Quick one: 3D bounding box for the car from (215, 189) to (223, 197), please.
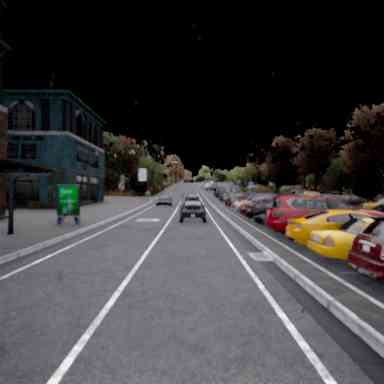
[{"bbox_3d":[6.544,0.679,52.369,4.892,1.521,2.231,0,2,0],"label":"car"}]

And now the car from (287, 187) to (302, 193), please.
[{"bbox_3d":[19.689,0.444,57.939,4.792,1.488,2.163,0,3,0],"label":"car"}]

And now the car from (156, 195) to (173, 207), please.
[{"bbox_3d":[-3.404,1.068,41.657,2.033,1.411,5.357,0,1,0],"label":"car"}]

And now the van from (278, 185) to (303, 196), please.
[{"bbox_3d":[19.578,-0.255,66.285,4.442,1.987,1.878,-1,3,0],"label":"van"}]

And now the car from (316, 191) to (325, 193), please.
[{"bbox_3d":[19.580,0.978,44.125,5.008,1.535,2.097,0,2,0],"label":"car"}]

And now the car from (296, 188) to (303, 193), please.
[{"bbox_3d":[19.815,0.670,52.355,5.366,1.575,1.946,0,3,0],"label":"car"}]

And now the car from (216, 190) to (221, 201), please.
[{"bbox_3d":[6.506,0.822,49.594,4.792,1.488,2.163,0,2,0],"label":"car"}]

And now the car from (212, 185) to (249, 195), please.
[{"bbox_3d":[6.593,0.302,55.144,5.566,2.045,2.435,0,3,0],"label":"car"}]

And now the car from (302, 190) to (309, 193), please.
[{"bbox_3d":[19.586,0.812,49.704,4.792,1.488,2.163,0,2,0],"label":"car"}]

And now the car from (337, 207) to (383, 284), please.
[{"bbox_3d":[6.279,1.359,7.929,4.553,1.767,2.185,0,0,0],"label":"car"}]

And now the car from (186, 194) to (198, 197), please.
[{"bbox_3d":[0.008,1.022,41.324,2.128,1.511,4.902,0,2,0],"label":"car"}]

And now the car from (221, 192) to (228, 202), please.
[{"bbox_3d":[6.461,1.099,41.228,4.792,1.488,2.163,0,2,0],"label":"car"}]

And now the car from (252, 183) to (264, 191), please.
[{"bbox_3d":[19.559,-0.915,93.384,5.008,1.535,2.097,0,4,0],"label":"car"}]

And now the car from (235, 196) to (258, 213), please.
[{"bbox_3d":[6.409,1.360,27.298,5.008,1.535,2.097,0,1,0],"label":"car"}]

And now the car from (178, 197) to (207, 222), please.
[{"bbox_3d":[0.063,1.348,25.093,1.837,1.490,4.892,0,0,0],"label":"car"}]

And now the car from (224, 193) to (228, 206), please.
[{"bbox_3d":[6.504,1.175,38.442,4.792,1.488,2.163,0,1,0],"label":"car"}]

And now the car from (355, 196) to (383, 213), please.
[{"bbox_3d":[19.340,1.261,32.977,5.366,1.575,1.946,0,1,0],"label":"car"}]

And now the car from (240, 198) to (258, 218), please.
[{"bbox_3d":[6.395,1.394,24.509,5.008,1.535,2.097,0,1,0],"label":"car"}]

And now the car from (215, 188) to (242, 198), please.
[{"bbox_3d":[6.626,0.151,60.715,4.553,1.767,2.185,0,3,0],"label":"car"}]

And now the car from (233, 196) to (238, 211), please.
[{"bbox_3d":[6.433,1.359,30.088,4.674,1.452,2.002,0,1,0],"label":"car"}]

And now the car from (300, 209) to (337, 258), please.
[{"bbox_3d":[6.511,1.470,10.586,5.366,1.575,1.946,0,0,0],"label":"car"}]

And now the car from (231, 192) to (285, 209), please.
[{"bbox_3d":[6.476,1.144,32.872,4.553,1.767,2.185,0,1,0],"label":"car"}]

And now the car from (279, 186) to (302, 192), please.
[{"bbox_3d":[19.693,0.154,63.629,4.674,1.452,2.002,0,3,0],"label":"car"}]

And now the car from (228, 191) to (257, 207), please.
[{"bbox_3d":[6.491,1.087,35.651,4.553,1.767,2.185,0,1,0],"label":"car"}]

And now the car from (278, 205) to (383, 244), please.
[{"bbox_3d":[6.335,1.460,13.371,5.008,1.535,2.097,0,0,0],"label":"car"}]

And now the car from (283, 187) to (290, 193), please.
[{"bbox_3d":[19.678,0.304,60.848,4.674,1.452,2.002,0,3,0],"label":"car"}]

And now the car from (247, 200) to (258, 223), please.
[{"bbox_3d":[6.356,1.448,21.723,4.792,1.488,2.163,0,0,0],"label":"car"}]

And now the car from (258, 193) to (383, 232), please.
[{"bbox_3d":[6.383,1.197,16.152,5.566,2.045,2.435,0,0,0],"label":"car"}]

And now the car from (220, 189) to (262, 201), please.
[{"bbox_3d":[6.474,0.860,44.010,4.553,1.767,2.185,0,2,0],"label":"car"}]

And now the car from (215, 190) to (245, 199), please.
[{"bbox_3d":[6.575,0.419,57.947,5.008,1.535,2.097,0,3,0],"label":"car"}]

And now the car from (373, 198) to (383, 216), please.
[{"bbox_3d":[19.516,1.314,30.187,5.008,1.535,2.097,0,1,0],"label":"car"}]

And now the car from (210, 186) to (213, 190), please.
[{"bbox_3d":[6.596,0.005,66.286,4.792,1.488,2.163,0,3,0],"label":"car"}]

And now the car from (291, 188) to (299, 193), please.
[{"bbox_3d":[19.830,0.545,55.148,5.366,1.575,1.946,0,3,0],"label":"car"}]

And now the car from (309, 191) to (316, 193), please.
[{"bbox_3d":[19.596,0.884,46.913,5.008,1.535,2.097,0,2,0],"label":"car"}]
